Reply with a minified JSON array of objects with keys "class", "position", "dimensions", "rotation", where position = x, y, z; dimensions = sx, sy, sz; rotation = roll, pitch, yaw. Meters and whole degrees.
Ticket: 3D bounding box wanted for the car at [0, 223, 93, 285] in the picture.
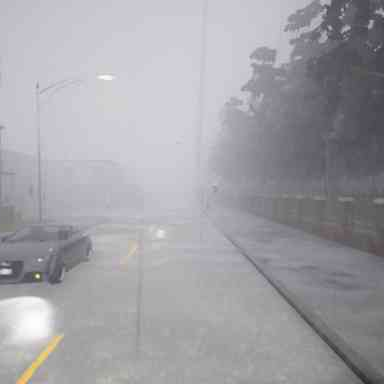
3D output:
[{"class":"car","position":[-4.291,1.624,9.562],"dimensions":[1.994,1.385,4.181],"rotation":[-1,0,-1]}]
